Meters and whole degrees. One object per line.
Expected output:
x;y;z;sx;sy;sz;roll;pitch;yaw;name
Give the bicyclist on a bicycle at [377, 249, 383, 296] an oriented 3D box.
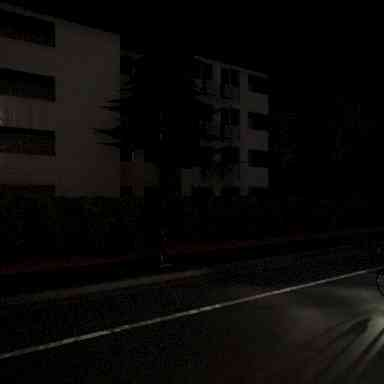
4.561;1.433;7.120;1.656;1.620;0.582;0;-10;-15;bicyclist on a bicycle
